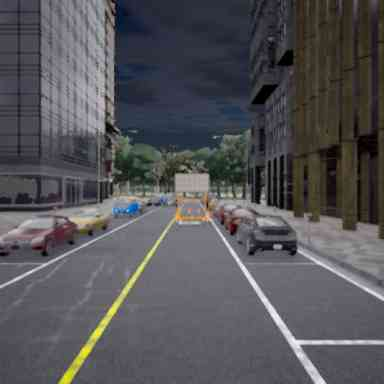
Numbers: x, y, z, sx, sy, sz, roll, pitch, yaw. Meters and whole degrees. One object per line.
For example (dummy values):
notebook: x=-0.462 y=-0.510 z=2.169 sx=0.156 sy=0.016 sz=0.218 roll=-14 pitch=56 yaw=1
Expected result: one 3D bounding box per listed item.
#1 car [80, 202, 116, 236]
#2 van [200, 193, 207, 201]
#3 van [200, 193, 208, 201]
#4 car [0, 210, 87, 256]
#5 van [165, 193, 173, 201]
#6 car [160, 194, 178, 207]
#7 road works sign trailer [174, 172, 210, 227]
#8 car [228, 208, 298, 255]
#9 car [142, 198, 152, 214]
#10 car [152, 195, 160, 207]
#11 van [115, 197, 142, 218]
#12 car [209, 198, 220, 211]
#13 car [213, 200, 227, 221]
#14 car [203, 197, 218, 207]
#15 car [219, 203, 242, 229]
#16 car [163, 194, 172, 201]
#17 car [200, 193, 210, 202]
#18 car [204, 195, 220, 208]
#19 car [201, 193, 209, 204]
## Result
car: x=-5.753 y=1.498 z=18.204 sx=1.752 sy=1.417 sz=4.829 roll=0 pitch=0 yaw=0
van: x=2.808 y=1.241 z=83.620 sx=1.690 sy=1.788 sz=3.998 roll=0 pitch=0 yaw=0
van: x=2.805 y=1.245 z=78.182 sx=1.690 sy=1.788 sz=3.998 roll=0 pitch=0 yaw=0
car: x=-5.756 y=1.562 z=12.937 sx=1.802 sy=1.307 sz=4.206 roll=0 pitch=0 yaw=0
van: x=-5.717 y=1.241 z=83.625 sx=1.690 sy=1.788 sz=3.998 roll=0 pitch=0 yaw=0
car: x=-3.054 y=1.423 z=48.369 sx=2.128 sy=1.511 sz=4.902 roll=0 pitch=0 yaw=0
road works sign trailer: x=0.013 y=0.431 z=22.512 sx=2.380 sy=3.560 sz=2.880 roll=0 pitch=0 yaw=0
car: x=2.770 y=1.531 z=12.932 sx=2.008 sy=1.369 sz=4.403 roll=0 pitch=0 yaw=0
car: x=-5.744 y=1.500 z=34.687 sx=2.008 sy=1.369 sz=4.403 roll=0 pitch=0 yaw=0
car: x=-5.735 y=1.496 z=51.000 sx=1.947 sy=1.339 sz=4.313 roll=0 pitch=0 yaw=0
van: x=-5.747 y=1.298 z=29.249 sx=1.690 sy=1.788 sz=3.998 roll=0 pitch=0 yaw=0
car: x=2.779 y=1.482 z=29.414 sx=1.752 sy=1.417 sz=4.829 roll=0 pitch=0 yaw=0
car: x=2.776 y=1.509 z=23.807 sx=1.887 sy=1.381 sz=4.507 roll=0 pitch=0 yaw=0
car: x=2.791 y=1.481 z=50.995 sx=2.008 sy=1.369 sz=4.403 roll=0 pitch=0 yaw=0
car: x=2.773 y=1.517 z=18.370 sx=1.887 sy=1.381 sz=4.507 roll=0 pitch=0 yaw=0
car: x=-5.720 y=1.345 z=78.187 sx=1.967 sy=1.590 sz=4.097 roll=0 pitch=0 yaw=0
car: x=2.802 y=1.224 z=72.745 sx=2.192 sy=1.841 sz=5.009 roll=0 pitch=0 yaw=0
car: x=2.785 y=1.468 z=40.290 sx=1.752 sy=1.417 sz=4.829 roll=0 pitch=0 yaw=0
car: x=2.787 y=1.251 z=45.557 sx=2.192 sy=1.841 sz=5.009 roll=0 pitch=0 yaw=0
